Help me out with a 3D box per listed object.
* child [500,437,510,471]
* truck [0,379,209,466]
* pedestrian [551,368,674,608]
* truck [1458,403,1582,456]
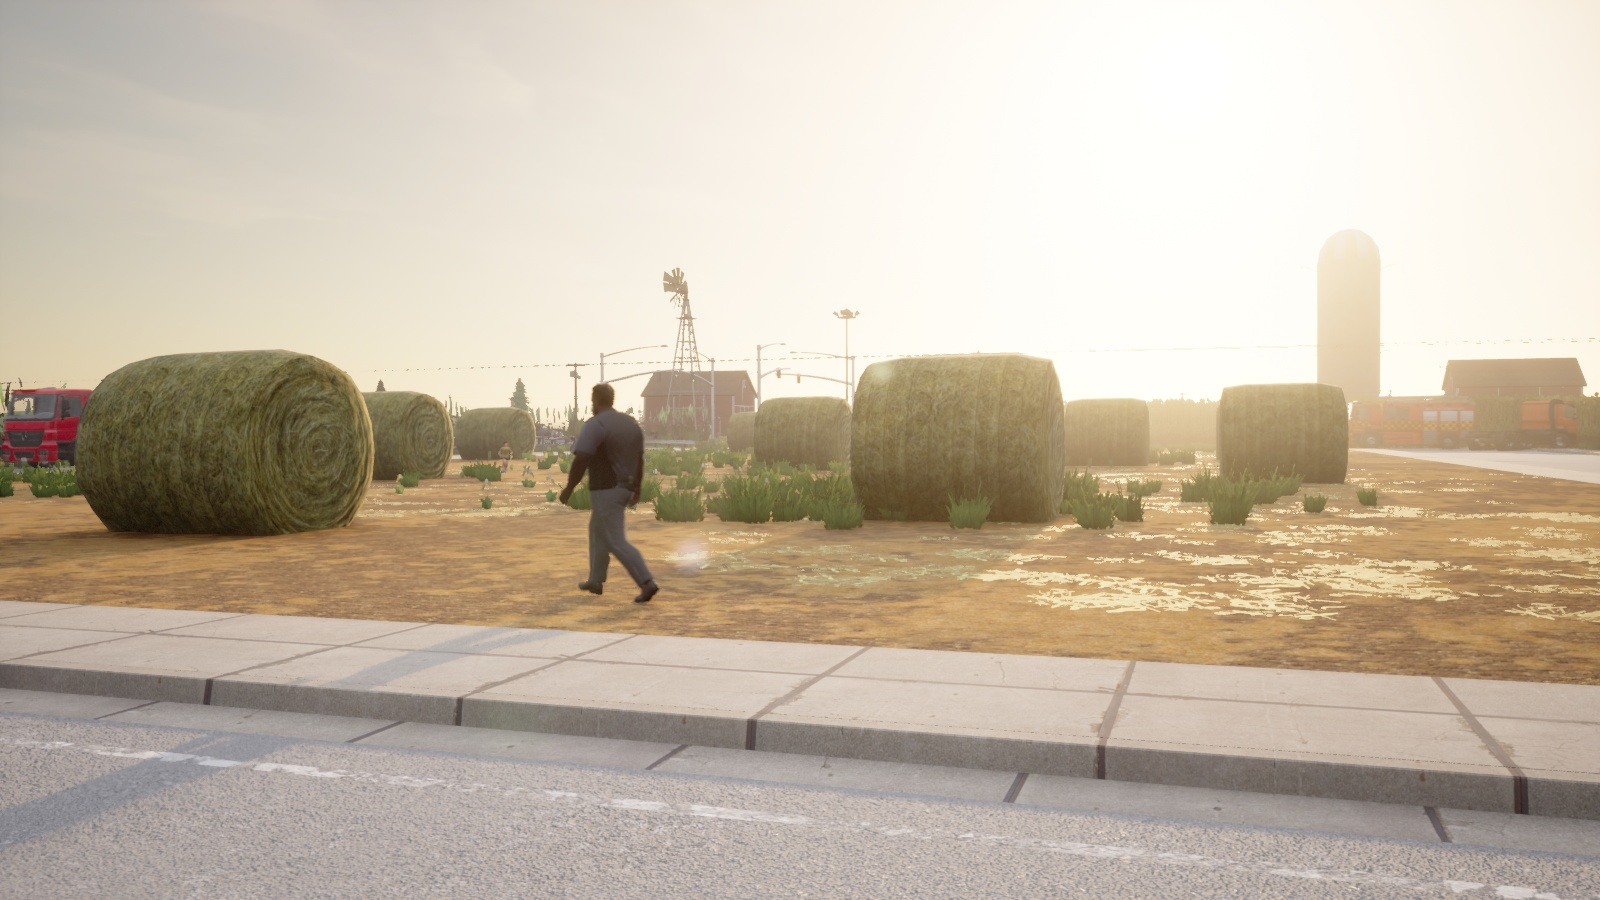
[{"bbox_3d":[-9.688,0.133,41.244,0.255,1.110,0.394,0,1,-28],"label":"child"},{"bbox_3d":[-29.844,-1.171,54.268,2.891,3.462,7.936,1,1,21],"label":"truck"},{"bbox_3d":[-1.542,0.291,10.328,0.849,1.883,0.563,1,1,36],"label":"pedestrian"},{"bbox_3d":[48.393,-1.336,84.370,7.936,3.462,2.891,0,1,-22],"label":"truck"}]
